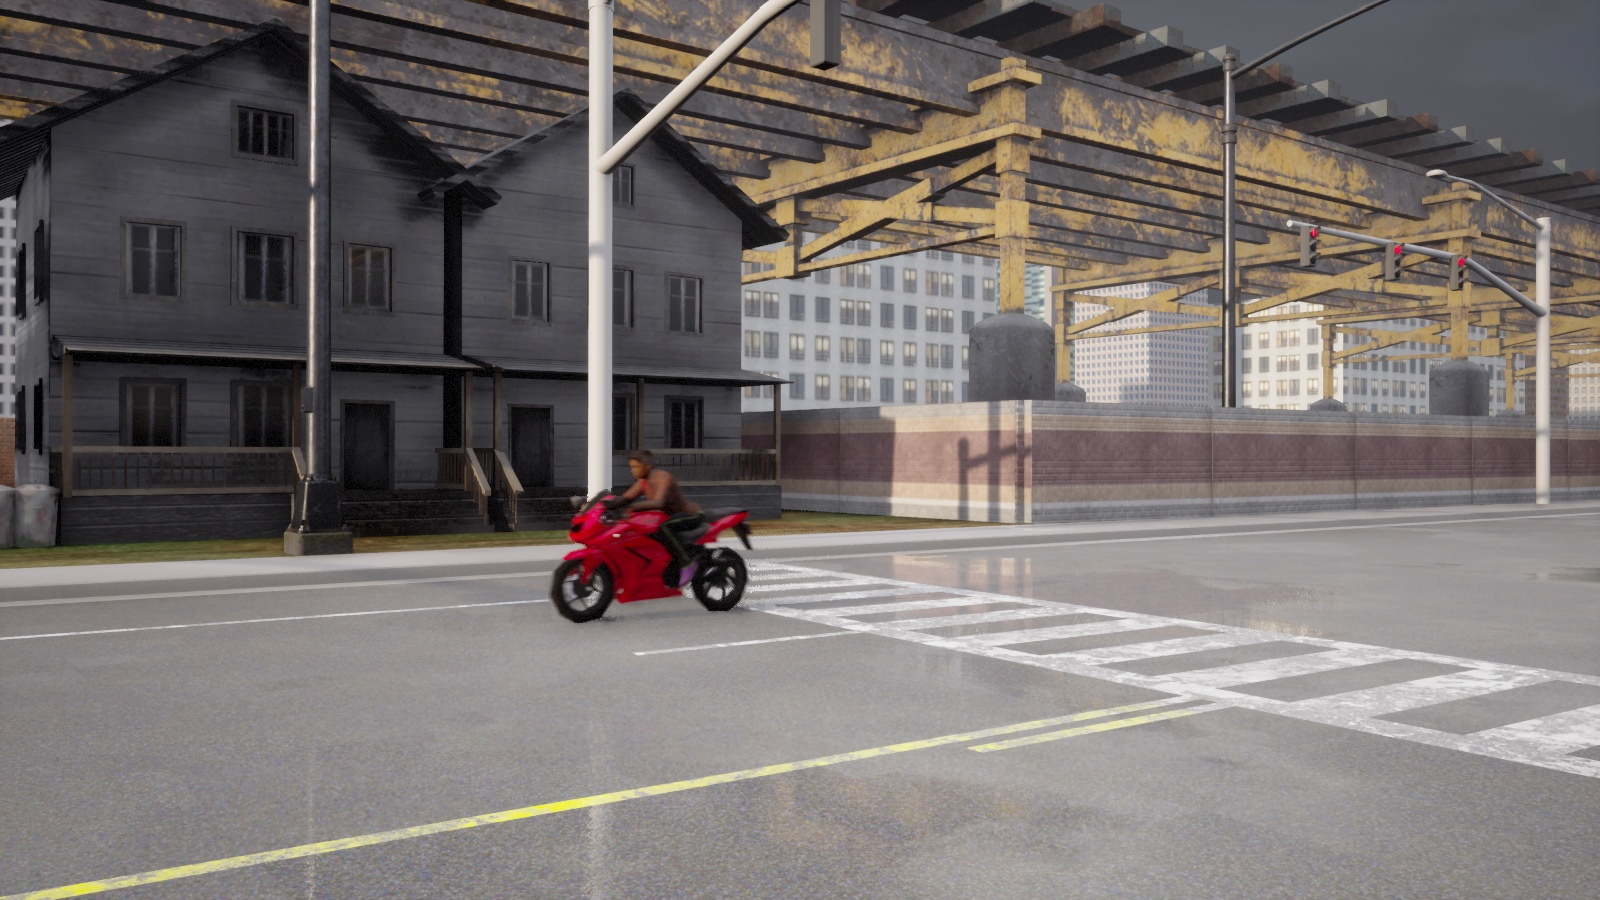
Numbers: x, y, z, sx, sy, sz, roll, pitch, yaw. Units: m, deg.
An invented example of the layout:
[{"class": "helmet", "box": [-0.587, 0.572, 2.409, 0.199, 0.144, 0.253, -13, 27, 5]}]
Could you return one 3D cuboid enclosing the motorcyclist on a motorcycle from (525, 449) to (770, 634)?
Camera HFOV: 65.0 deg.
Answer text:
[{"class": "motorcyclist on a motorcycle", "box": [-1.345, 0.757, 11.274, 2.044, 1.523, 0.797, 0, 0, -35]}]
